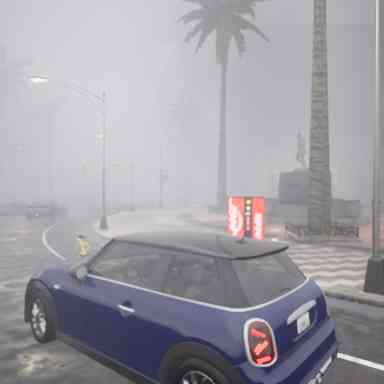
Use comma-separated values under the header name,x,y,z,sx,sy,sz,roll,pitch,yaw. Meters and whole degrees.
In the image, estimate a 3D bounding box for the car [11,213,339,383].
name,x,y,z,sx,sy,sz,roll,pitch,yaw
car,-0.501,1.334,4.741,4.553,1.767,2.097,0,0,40

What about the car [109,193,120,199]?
name,x,y,z,sx,sy,sz,roll,pitch,yaw
car,-20.708,1.113,89.383,2.161,1.482,4.786,0,0,3

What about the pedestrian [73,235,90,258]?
name,x,y,z,sx,sy,sz,roll,pitch,yaw
pedestrian,-2.918,1.631,8.915,0.500,1.100,0.500,0,0,-42

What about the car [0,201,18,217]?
name,x,y,z,sx,sy,sz,roll,pitch,yaw
car,-14.984,1.402,27.997,1.994,1.385,4.181,0,0,3

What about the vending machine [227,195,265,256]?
name,x,y,z,sx,sy,sz,roll,pitch,yaw
vending machine,1.982,1.162,12.182,1.100,2.100,0.880,0,0,-42

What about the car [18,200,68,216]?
name,x,y,z,sx,sy,sz,roll,pitch,yaw
car,-10.759,1.357,25.003,2.128,1.511,4.902,0,0,-5
